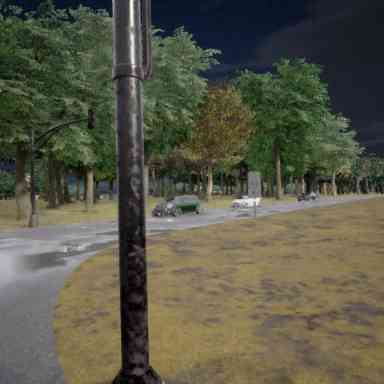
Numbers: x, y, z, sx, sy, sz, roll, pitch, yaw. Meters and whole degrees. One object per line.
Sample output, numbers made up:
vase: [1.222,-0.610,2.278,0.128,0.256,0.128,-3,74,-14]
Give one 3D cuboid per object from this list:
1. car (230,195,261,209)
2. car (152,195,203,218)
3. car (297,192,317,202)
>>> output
car: [5.882,1.043,35.877,1.812,1.442,4.674,-3,-1,37]
car: [-1.134,1.050,26.672,2.097,1.767,4.553,-3,-1,37]
car: [17.912,0.765,51.516,1.837,1.490,4.892,-3,-1,37]
